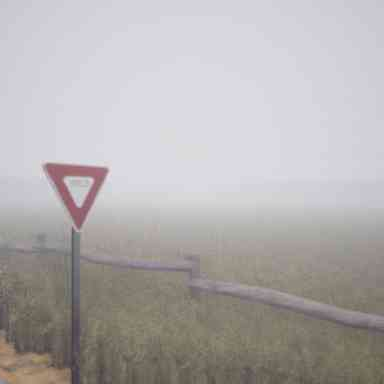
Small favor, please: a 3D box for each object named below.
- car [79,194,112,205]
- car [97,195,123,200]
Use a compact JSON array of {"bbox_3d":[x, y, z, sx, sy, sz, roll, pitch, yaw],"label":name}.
[{"bbox_3d":[-15.307,1.182,52.983,1.837,1.490,4.892,1,1,36],"label":"car"},{"bbox_3d":[-12.776,1.265,51.193,1.895,1.301,4.718,1,1,36],"label":"car"}]
